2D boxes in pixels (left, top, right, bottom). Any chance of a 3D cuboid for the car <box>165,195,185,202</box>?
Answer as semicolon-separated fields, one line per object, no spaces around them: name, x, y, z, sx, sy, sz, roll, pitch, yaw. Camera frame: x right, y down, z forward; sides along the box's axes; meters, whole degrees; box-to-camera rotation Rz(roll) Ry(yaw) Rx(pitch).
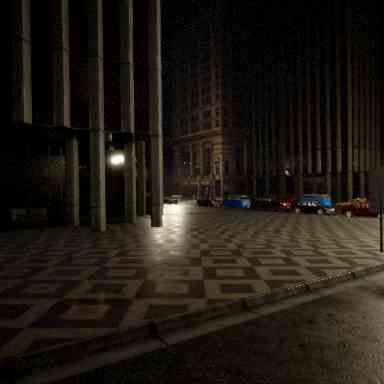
car;-3.554;1.257;69.737;2.008;1.369;4.403;-1;1;-36

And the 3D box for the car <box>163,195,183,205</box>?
car;-4.034;1.439;55.793;2.008;1.369;4.403;-1;1;-36

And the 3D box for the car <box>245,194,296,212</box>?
car;8.883;1.290;37.858;2.192;1.841;5.009;-1;1;-36

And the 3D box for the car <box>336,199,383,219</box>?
car;15.345;1.567;28.895;1.887;1.381;4.507;-1;1;-36

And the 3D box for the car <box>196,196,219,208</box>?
car;2.425;1.371;46.825;1.967;1.590;4.097;-1;1;-36

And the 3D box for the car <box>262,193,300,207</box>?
car;12.583;1.130;47.316;2.192;1.841;5.009;-1;1;-36

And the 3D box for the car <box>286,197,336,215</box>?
car;12.115;1.549;33.378;2.008;1.369;4.403;-1;1;-36

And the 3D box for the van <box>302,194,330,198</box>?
van;15.812;1.178;42.832;1.690;1.788;3.998;-1;1;-36

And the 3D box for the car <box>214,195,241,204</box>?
car;6.030;1.296;56.423;1.752;1.417;4.829;-1;1;-36

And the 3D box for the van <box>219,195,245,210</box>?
van;5.653;1.294;42.342;1.690;1.788;3.998;-1;1;-36
